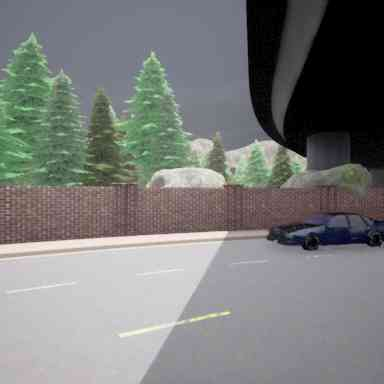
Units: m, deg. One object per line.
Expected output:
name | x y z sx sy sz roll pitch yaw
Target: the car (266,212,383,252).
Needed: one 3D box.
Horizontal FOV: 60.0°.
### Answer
car | 5.837 1.547 13.791 5.357 1.411 2.033 0 0 -16
